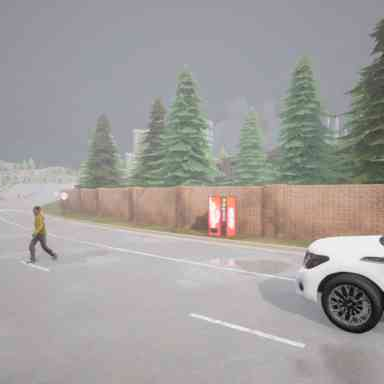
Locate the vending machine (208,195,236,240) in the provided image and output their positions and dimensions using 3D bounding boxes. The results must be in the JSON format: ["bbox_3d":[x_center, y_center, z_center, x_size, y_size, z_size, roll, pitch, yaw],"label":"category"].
[{"bbox_3d":[1.475,1.195,16.327,0.880,2.100,1.100,0,0,42],"label":"vending machine"}]

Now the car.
[{"bbox_3d":[4.538,1.221,5.128,5.566,2.045,2.150,0,0,35],"label":"car"}]

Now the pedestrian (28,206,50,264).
[{"bbox_3d":[-4.808,1.294,10.444,0.375,1.860,0.375,0,0,42],"label":"pedestrian"}]
